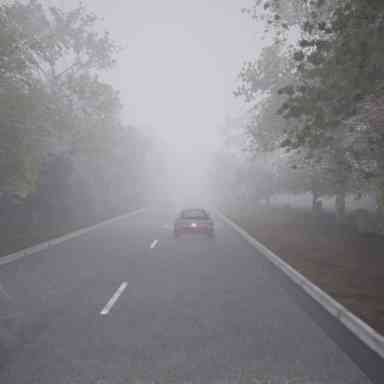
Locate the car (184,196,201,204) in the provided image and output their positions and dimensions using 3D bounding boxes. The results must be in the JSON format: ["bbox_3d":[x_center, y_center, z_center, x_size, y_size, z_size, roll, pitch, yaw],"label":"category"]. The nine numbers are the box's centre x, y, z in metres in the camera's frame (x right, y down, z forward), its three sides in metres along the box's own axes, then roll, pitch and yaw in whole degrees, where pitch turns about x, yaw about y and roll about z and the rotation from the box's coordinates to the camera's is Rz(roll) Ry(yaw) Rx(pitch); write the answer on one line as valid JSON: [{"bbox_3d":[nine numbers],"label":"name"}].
[{"bbox_3d":[0.076,1.272,41.991,2.097,1.767,4.553,0,0,0],"label":"car"}]

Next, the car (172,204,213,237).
[{"bbox_3d":[0.089,1.537,17.865,1.994,1.385,4.181,0,0,0],"label":"car"}]

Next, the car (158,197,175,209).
[{"bbox_3d":[-3.354,1.418,44.786,1.837,1.490,4.892,0,0,0],"label":"car"}]
